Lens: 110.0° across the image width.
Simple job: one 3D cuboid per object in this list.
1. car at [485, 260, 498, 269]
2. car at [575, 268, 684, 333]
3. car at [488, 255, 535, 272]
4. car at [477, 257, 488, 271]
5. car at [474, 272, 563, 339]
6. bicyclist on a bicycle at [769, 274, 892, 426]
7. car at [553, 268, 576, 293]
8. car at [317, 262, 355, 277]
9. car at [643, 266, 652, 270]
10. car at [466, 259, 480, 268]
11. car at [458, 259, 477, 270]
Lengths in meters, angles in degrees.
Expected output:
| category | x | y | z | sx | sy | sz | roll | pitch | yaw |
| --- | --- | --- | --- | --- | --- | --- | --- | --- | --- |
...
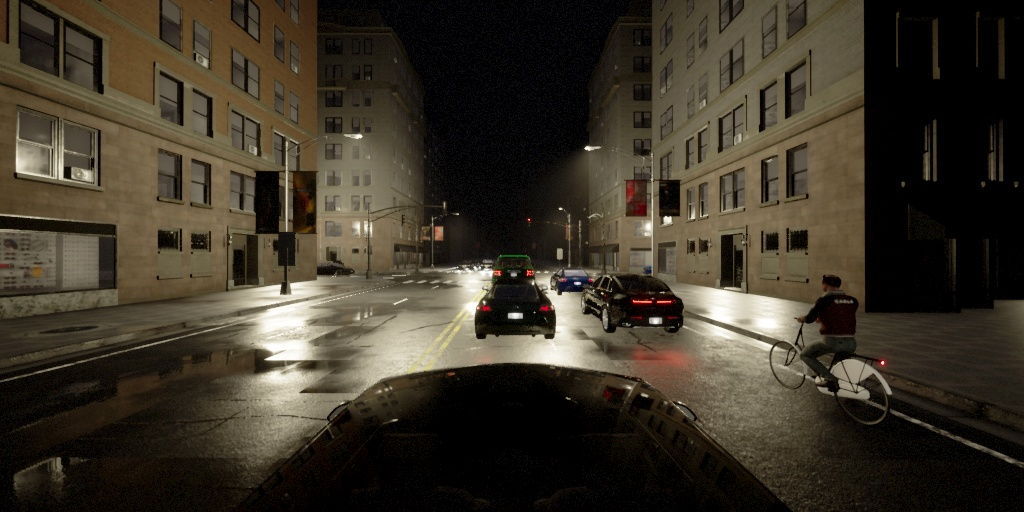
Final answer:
| category | x | y | z | sx | sy | sz | roll | pitch | yaw |
| --- | --- | --- | --- | --- | --- | --- | --- | --- | --- |
| car | -3.398 | 1.370 | 60.304 | 1.895 | 1.301 | 4.718 | 0 | 0 | 0 |
| car | 3.336 | 1.256 | 10.742 | 1.837 | 1.490 | 4.892 | 0 | 0 | 0 |
| car | 0.078 | 0.975 | 19.488 | 2.150 | 2.045 | 5.566 | 0 | 0 | 0 |
| car | -3.399 | 1.258 | 51.040 | 2.128 | 1.511 | 4.902 | 0 | 0 | 0 |
| car | 0.086 | 1.315 | 10.075 | 1.994 | 1.385 | 4.181 | 0 | 0 | 0 |
| bicyclist on a bicycle | 4.140 | 1.121 | 4.854 | 0.659 | 1.776 | 1.843 | 0 | 0 | 0 |
| car | 3.228 | 1.317 | 19.638 | 1.994 | 1.385 | 4.181 | 0 | 0 | 0 |
| car | -17.587 | 1.302 | 34.826 | 4.181 | 1.385 | 1.994 | 0 | 0 | -1 |
| car | 16.361 | 1.290 | 37.634 | 5.008 | 1.535 | 1.882 | 0 | 0 | 0 |
| car | -6.645 | 1.275 | 61.306 | 1.837 | 1.490 | 4.892 | 0 | 0 | 0 |
| car | -6.647 | 1.293 | 52.295 | 1.812 | 1.442 | 4.674 | 0 | 0 | 0 |
